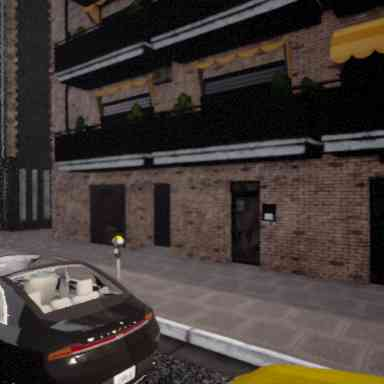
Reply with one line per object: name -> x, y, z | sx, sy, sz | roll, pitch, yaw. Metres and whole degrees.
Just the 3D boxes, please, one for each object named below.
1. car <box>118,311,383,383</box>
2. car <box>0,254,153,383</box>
car -> 2.049, 1.532, 1.269 | 4.829, 1.417, 1.752 | 0, 0, 36
car -> -2.419, 1.525, 4.460 | 4.403, 1.369, 2.008 | 0, 0, 36
